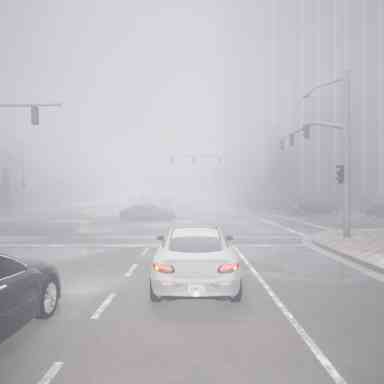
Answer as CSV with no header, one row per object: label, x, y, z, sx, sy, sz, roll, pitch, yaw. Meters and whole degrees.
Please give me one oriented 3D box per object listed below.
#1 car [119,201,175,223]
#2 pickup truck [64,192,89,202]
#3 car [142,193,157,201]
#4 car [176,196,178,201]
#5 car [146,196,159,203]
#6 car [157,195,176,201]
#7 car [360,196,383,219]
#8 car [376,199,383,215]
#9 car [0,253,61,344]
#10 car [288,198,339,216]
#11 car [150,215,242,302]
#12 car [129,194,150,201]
car,-3.348,1.564,25.101,4.181,1.385,1.994,0,0,0
pickup truck,-24.665,1.058,70.172,2.390,2.098,6.274,0,0,30
car,-7.949,1.221,57.775,2.150,2.045,5.566,0,0,-1
car,-4.759,1.524,85.622,1.812,1.442,4.674,0,0,-1
car,-8.018,1.564,67.894,1.994,1.385,4.181,0,0,0
car,-4.213,1.547,55.244,2.033,1.411,5.357,0,0,-1
car,17.708,1.221,28.962,5.566,2.045,2.150,0,0,0
car,20.994,1.478,32.484,5.008,1.535,1.882,0,0,0
car,-3.436,1.505,4.472,1.837,1.490,4.892,0,0,0
car,11.769,1.352,32.417,4.553,1.767,2.097,0,0,0
car,0.077,1.526,8.122,1.812,1.442,4.674,0,0,0
car,-7.825,1.491,47.883,2.128,1.511,4.902,0,0,-1
